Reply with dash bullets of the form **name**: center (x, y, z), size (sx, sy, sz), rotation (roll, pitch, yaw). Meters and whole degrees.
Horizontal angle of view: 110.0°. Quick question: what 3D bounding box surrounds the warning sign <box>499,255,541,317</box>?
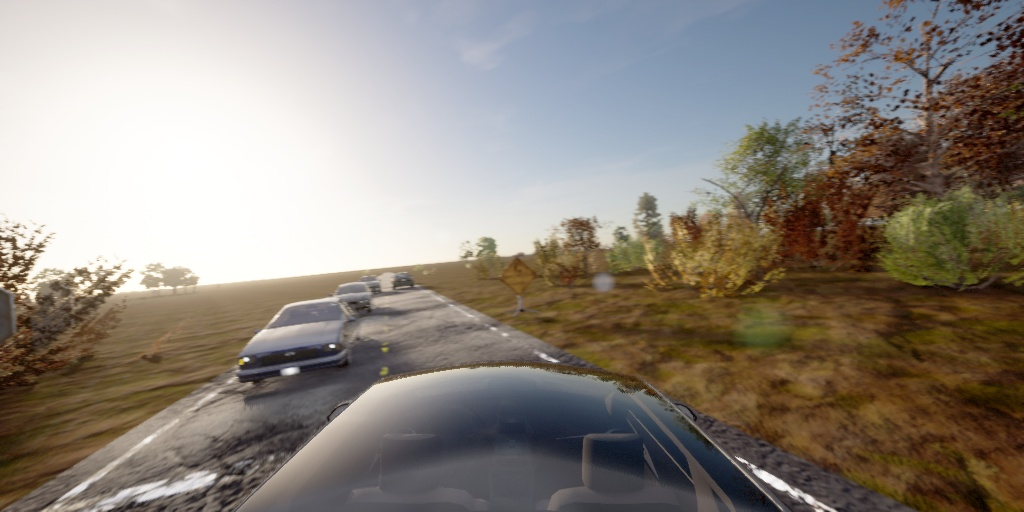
- **warning sign**: center (0.300, 0.923, 11.563), size (1.300, 1.860, 1.060), rotation (0, 0, -19)

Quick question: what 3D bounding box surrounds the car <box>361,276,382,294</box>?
- **car**: center (-13.210, 2.630, 33.123), size (2.097, 1.767, 4.553), rotation (-5, -1, -19)

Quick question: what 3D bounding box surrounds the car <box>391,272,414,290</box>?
- **car**: center (-11.621, 2.523, 38.061), size (2.097, 1.767, 4.553), rotation (-5, -1, -19)

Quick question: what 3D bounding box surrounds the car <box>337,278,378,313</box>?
- **car**: center (-8.274, 2.187, 18.741), size (1.837, 1.490, 4.892), rotation (-5, 0, -19)

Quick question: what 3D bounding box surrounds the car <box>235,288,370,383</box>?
- **car**: center (-4.950, 1.829, 9.083), size (2.033, 1.411, 5.357), rotation (-5, -1, -19)
